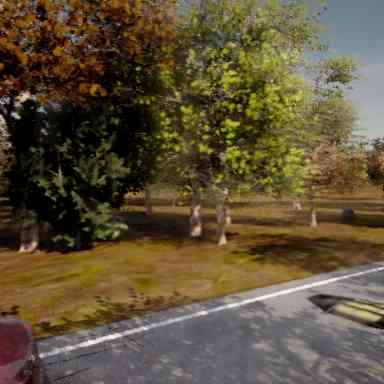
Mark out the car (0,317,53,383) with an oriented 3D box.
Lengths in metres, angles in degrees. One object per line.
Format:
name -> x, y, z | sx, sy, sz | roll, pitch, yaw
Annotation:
car -> -3.211, 1.526, 1.638 | 4.674, 1.442, 1.812 | 0, 0, -35
